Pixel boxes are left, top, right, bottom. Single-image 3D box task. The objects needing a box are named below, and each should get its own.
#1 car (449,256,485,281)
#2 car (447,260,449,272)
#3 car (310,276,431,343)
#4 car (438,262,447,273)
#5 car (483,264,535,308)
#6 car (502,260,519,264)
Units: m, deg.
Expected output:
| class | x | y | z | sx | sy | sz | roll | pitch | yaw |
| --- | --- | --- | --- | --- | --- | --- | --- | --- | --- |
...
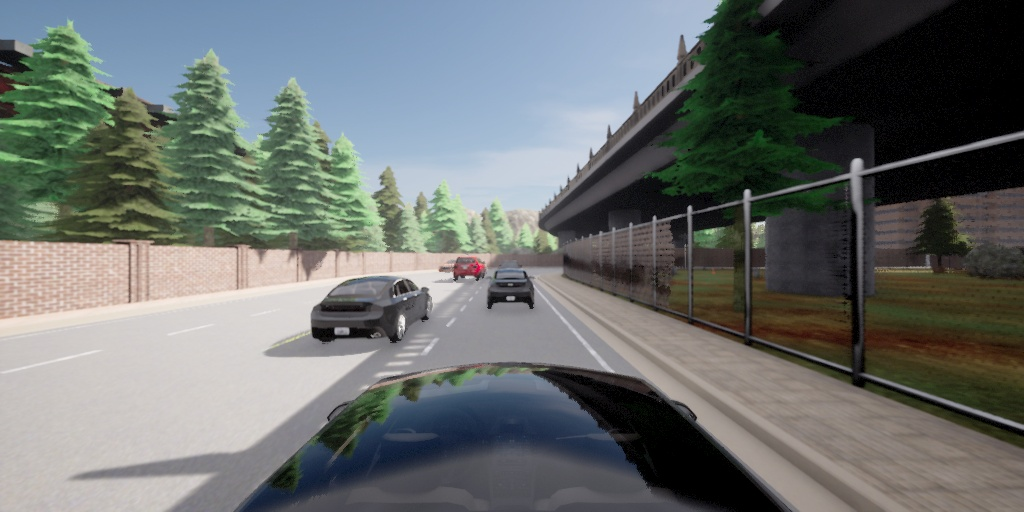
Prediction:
| class | x | y | z | sx | sy | sz | roll | pitch | yaw |
| --- | --- | --- | --- | --- | --- | --- | --- | --- | --- |
| car | -3.646 | 1.052 | 31.295 | 2.150 | 2.045 | 5.566 | 0 | 0 | 2 |
| car | -5.481 | 1.424 | 42.334 | 1.994 | 1.385 | 4.181 | 0 | 0 | 19 |
| car | -3.518 | 1.282 | 9.799 | 1.837 | 1.490 | 4.892 | 0 | 0 | 0 |
| car | -7.576 | 1.226 | 46.548 | 2.097 | 1.767 | 4.553 | 0 | 0 | 25 |
| car | -0.073 | 1.292 | 15.511 | 1.837 | 1.490 | 4.892 | 0 | 0 | -1 |
| car | -0.082 | 1.180 | 32.068 | 2.097 | 1.767 | 4.553 | 0 | 0 | 3 |
